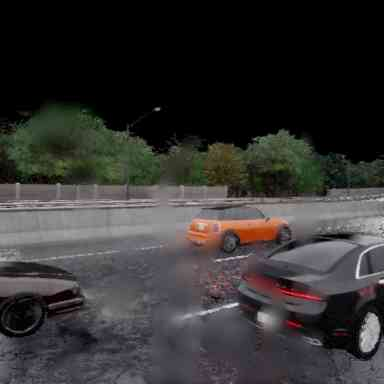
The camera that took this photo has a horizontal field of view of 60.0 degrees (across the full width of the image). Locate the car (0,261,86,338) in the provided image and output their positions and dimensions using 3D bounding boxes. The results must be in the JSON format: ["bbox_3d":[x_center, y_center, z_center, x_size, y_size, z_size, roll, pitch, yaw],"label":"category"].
[{"bbox_3d":[-4.458,1.546,4.865,5.357,1.411,2.033,0,0,-36],"label":"car"}]

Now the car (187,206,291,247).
[{"bbox_3d":[2.086,1.359,13.842,4.553,1.767,2.097,0,0,-36],"label":"car"}]

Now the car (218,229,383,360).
[{"bbox_3d":[2.988,1.510,6.006,4.892,1.490,1.837,0,0,-36],"label":"car"}]
